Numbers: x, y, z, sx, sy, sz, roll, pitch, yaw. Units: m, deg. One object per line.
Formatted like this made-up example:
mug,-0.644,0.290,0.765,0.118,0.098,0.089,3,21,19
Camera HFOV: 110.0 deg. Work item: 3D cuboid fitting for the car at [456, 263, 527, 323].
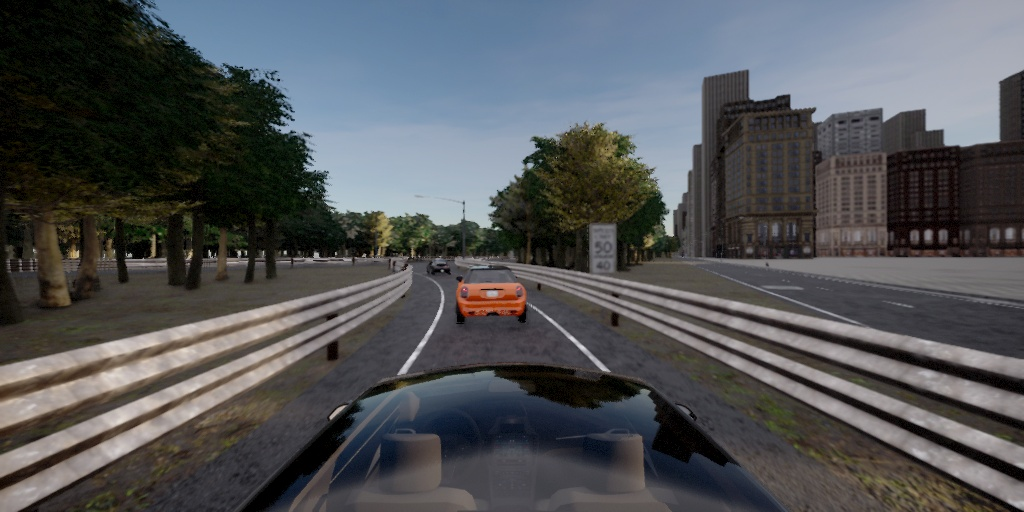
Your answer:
car,-0.824,1.085,12.279,2.097,1.767,4.553,0,0,-7

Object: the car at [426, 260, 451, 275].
car,-7.540,1.131,36.549,1.837,1.490,4.892,0,1,-22
